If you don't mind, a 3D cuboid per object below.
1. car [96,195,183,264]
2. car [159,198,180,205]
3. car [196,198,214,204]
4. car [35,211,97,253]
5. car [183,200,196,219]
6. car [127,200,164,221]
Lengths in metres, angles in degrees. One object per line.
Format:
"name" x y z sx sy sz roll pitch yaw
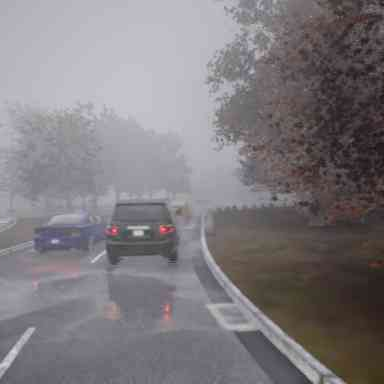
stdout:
"car" -1.568 1.240 12.161 2.150 2.045 5.566 -1 1 -1
"car" -4.973 2.069 73.141 4.674 1.442 1.812 -2 -1 37
"car" 2.452 1.941 71.664 4.718 1.301 1.895 -2 -1 42
"car" -4.771 1.544 14.100 1.882 1.535 5.008 -1 1 0
"car" -1.019 1.466 29.230 1.882 1.535 5.008 -1 0 5
"car" -3.987 1.523 29.323 1.882 1.535 5.008 -1 0 8
